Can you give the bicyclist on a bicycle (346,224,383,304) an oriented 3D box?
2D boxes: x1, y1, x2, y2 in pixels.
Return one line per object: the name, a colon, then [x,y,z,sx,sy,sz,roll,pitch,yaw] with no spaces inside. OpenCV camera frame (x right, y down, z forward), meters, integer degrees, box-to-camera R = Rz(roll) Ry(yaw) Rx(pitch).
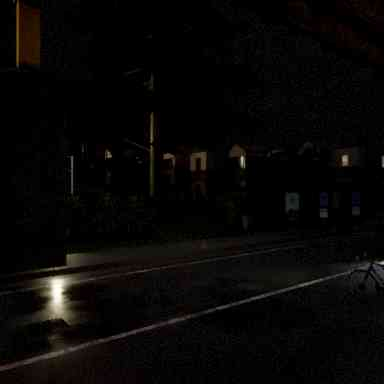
bicyclist on a bicycle: [3.740,1.453,6.360,0.582,1.620,1.656,0,-1,-37]
